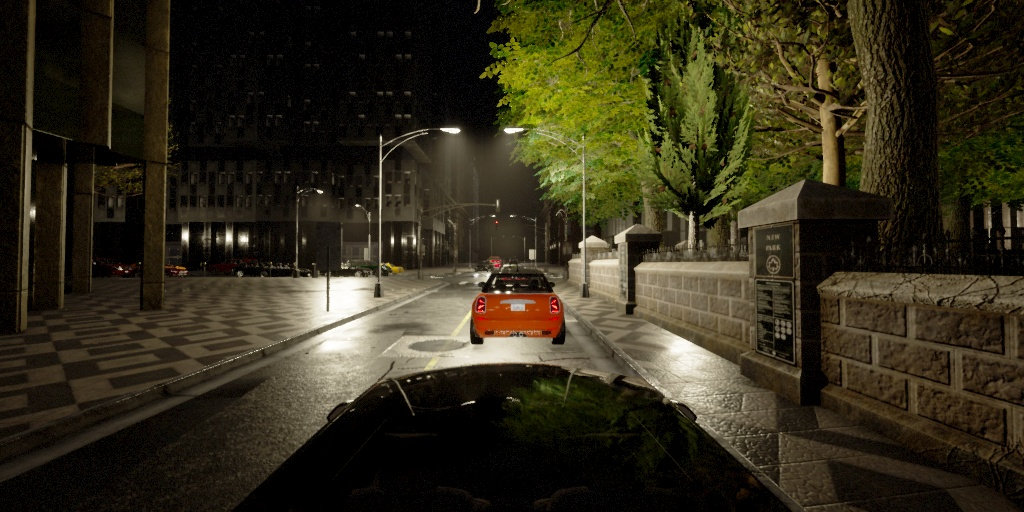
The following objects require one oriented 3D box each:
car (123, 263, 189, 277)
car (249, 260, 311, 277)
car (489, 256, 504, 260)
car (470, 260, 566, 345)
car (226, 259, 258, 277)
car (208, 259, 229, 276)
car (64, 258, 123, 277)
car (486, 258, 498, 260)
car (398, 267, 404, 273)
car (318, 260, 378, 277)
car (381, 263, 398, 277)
[{"bbox_3d":[-31.047,1.320,31.630,4.207,1.307,1.802,0,0,1],"label":"car"},{"bbox_3d":[-20.021,1.289,31.520,4.313,1.339,1.948,0,0,1],"label":"car"},{"bbox_3d":[-2.842,1.074,57.662,2.150,2.045,5.566,0,0,0],"label":"car"},{"bbox_3d":[0.129,1.107,9.689,2.097,1.767,4.553,0,0,0],"label":"car"},{"bbox_3d":[-23.884,1.291,34.237,4.892,1.490,1.837,0,-1,0],"label":"car"},{"bbox_3d":[-30.969,1.236,40.153,5.009,1.841,2.192,0,0,1],"label":"car"},{"bbox_3d":[-36.560,1.060,31.685,5.009,1.841,2.192,0,0,1],"label":"car"},{"bbox_3d":[-3.352,1.323,44.460,1.837,1.490,4.892,0,0,7],"label":"car"},{"bbox_3d":[-14.602,1.425,39.990,4.829,1.417,1.751,0,0,1],"label":"car"},{"bbox_3d":[-14.509,1.267,31.465,4.403,1.370,2.007,0,0,1],"label":"car"},{"bbox_3d":[-13.740,1.125,34.138,4.553,1.767,2.097,0,-1,0],"label":"car"}]
